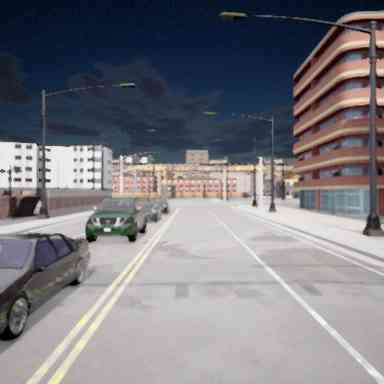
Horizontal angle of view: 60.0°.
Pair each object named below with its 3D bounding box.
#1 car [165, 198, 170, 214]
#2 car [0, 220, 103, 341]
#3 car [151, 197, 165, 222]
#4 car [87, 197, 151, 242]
[{"bbox_3d":[-3.651,1.454,36.998,2.097,1.767,4.553,0,0,0],"label":"car"},{"bbox_3d":[-3.598,1.569,6.807,2.033,1.411,5.357,0,0,-1],"label":"car"},{"bbox_3d":[-3.639,1.427,26.788,2.097,1.767,4.553,0,0,0],"label":"car"},{"bbox_3d":[-3.638,1.270,16.994,2.150,2.045,5.566,0,0,0],"label":"car"}]
